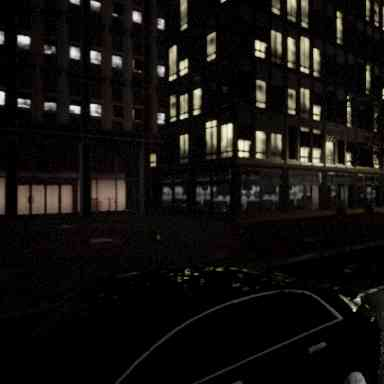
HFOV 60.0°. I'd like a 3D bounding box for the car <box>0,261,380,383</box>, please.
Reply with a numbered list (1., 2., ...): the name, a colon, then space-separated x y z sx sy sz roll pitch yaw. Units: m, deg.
1. car: -0.215 1.506 2.922 4.892 1.490 1.837 1 0 -35
